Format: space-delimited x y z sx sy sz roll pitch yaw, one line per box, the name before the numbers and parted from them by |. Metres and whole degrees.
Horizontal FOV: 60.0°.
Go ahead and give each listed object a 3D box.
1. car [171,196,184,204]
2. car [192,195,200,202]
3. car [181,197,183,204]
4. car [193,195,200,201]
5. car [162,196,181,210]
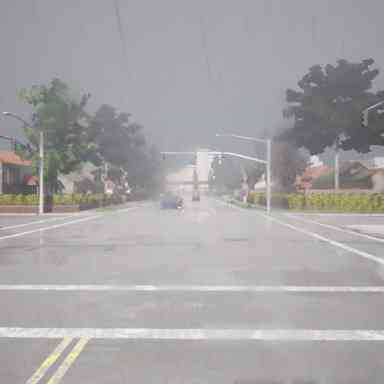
car | -2.667 1.554 62.920 2.033 1.411 5.357 0 0 1
car | 1.008 1.508 79.043 1.837 1.490 4.892 0 0 0
car | -2.775 1.357 52.586 2.097 1.767 4.553 0 0 0
car | 1.083 1.524 89.440 1.812 1.442 4.674 0 0 0
car | -2.847 1.482 43.233 1.882 1.535 5.008 0 0 0
